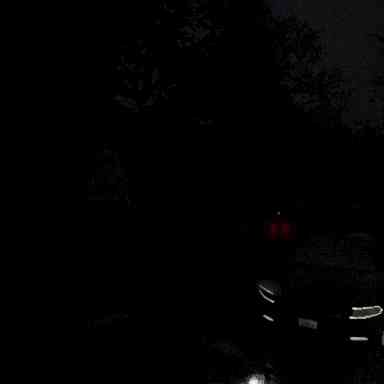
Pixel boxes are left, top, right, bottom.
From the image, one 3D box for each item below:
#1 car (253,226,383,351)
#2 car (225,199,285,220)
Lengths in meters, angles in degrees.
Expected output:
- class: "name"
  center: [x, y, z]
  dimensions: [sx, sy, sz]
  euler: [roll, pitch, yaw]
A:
- class: "car"
  center: [2.894, 1.522, 6.665]
  dimensions: [1.882, 1.535, 5.008]
  euler: [2, 1, 32]
- class: "car"
  center: [4.377, 1.067, 23.894]
  dimensions: [2.128, 1.511, 4.902]
  euler: [2, 1, -34]
